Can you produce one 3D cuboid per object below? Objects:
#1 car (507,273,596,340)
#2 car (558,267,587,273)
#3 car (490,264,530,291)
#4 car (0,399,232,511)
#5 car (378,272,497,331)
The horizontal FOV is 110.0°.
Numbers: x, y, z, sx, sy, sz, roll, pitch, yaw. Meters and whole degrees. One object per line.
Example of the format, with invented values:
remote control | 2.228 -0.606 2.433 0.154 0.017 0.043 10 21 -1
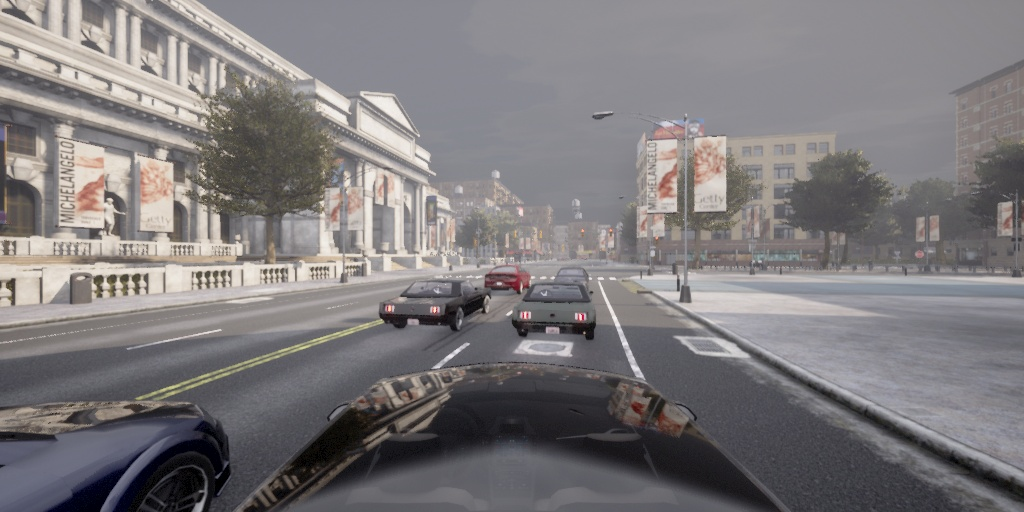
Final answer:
car | 1.325 1.347 10.048 1.895 1.301 4.718 0 0 11
car | 3.260 1.289 19.398 2.033 1.411 5.357 0 0 12
car | -0.133 1.219 20.209 1.882 1.535 5.008 0 0 12
car | -3.157 1.314 1.069 1.994 1.385 4.181 0 0 -2
car | -2.019 1.347 11.058 1.895 1.301 4.718 0 0 11
